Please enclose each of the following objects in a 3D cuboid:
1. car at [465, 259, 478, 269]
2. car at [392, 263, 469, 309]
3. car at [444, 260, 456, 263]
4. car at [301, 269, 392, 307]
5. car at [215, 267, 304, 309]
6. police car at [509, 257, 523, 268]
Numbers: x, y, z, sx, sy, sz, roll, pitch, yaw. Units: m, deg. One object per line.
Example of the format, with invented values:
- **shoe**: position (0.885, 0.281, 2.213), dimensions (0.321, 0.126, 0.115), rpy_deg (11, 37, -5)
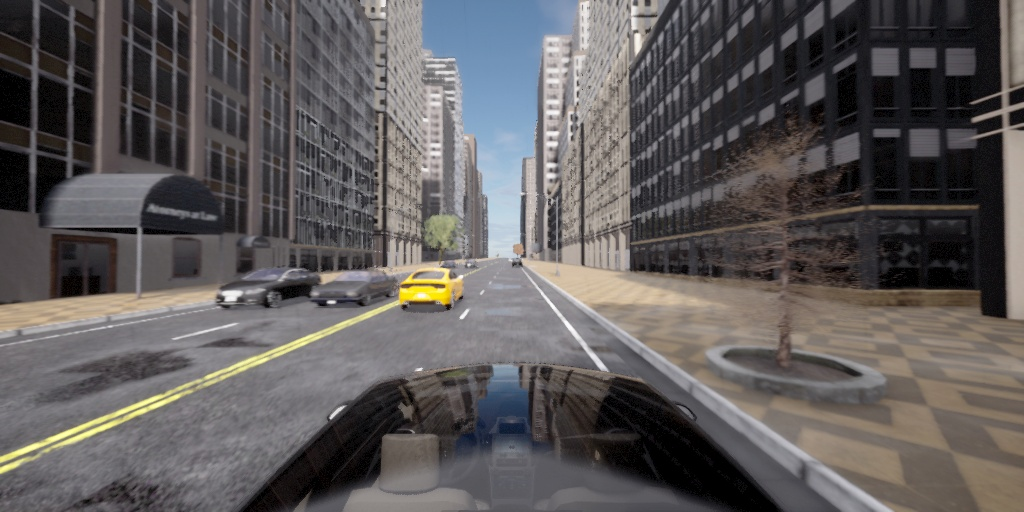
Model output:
- **car**: position (-6.552, 1.250, 57.437), dimensions (2.128, 1.511, 4.902), rpy_deg (0, 0, 1)
- **car**: position (-3.155, 1.230, 14.958), dimensions (1.882, 1.535, 5.008), rpy_deg (0, 0, 0)
- **car**: position (-9.805, 1.321, 56.742), dimensions (1.994, 1.385, 4.181), rpy_deg (0, 0, 1)
- **car**: position (-6.602, 1.299, 15.769), dimensions (2.033, 1.411, 5.357), rpy_deg (0, 0, 0)
- **car**: position (-9.850, 1.243, 15.018), dimensions (2.128, 1.511, 4.902), rpy_deg (0, 0, 0)
- **police car**: position (0.958, 1.185, 63.022), dimensions (1.930, 1.638, 5.238), rpy_deg (0, 0, 0)
